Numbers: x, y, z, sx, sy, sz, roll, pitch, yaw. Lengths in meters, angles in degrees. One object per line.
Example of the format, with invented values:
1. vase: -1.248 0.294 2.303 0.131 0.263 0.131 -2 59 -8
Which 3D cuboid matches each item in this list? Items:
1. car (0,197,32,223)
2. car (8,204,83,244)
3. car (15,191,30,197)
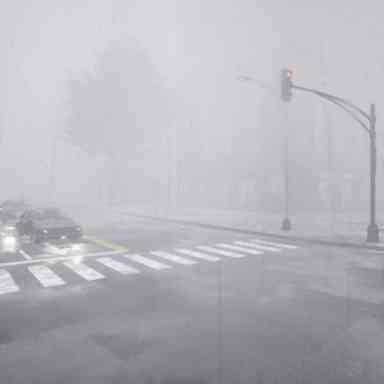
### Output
1. car: -13.039 1.354 24.469 2.128 1.511 4.902 0 0 -35
2. car: -7.040 1.493 15.983 2.033 1.411 5.357 0 1 -39
3. car: -30.473 1.081 60.552 1.812 1.442 4.674 0 0 -35
